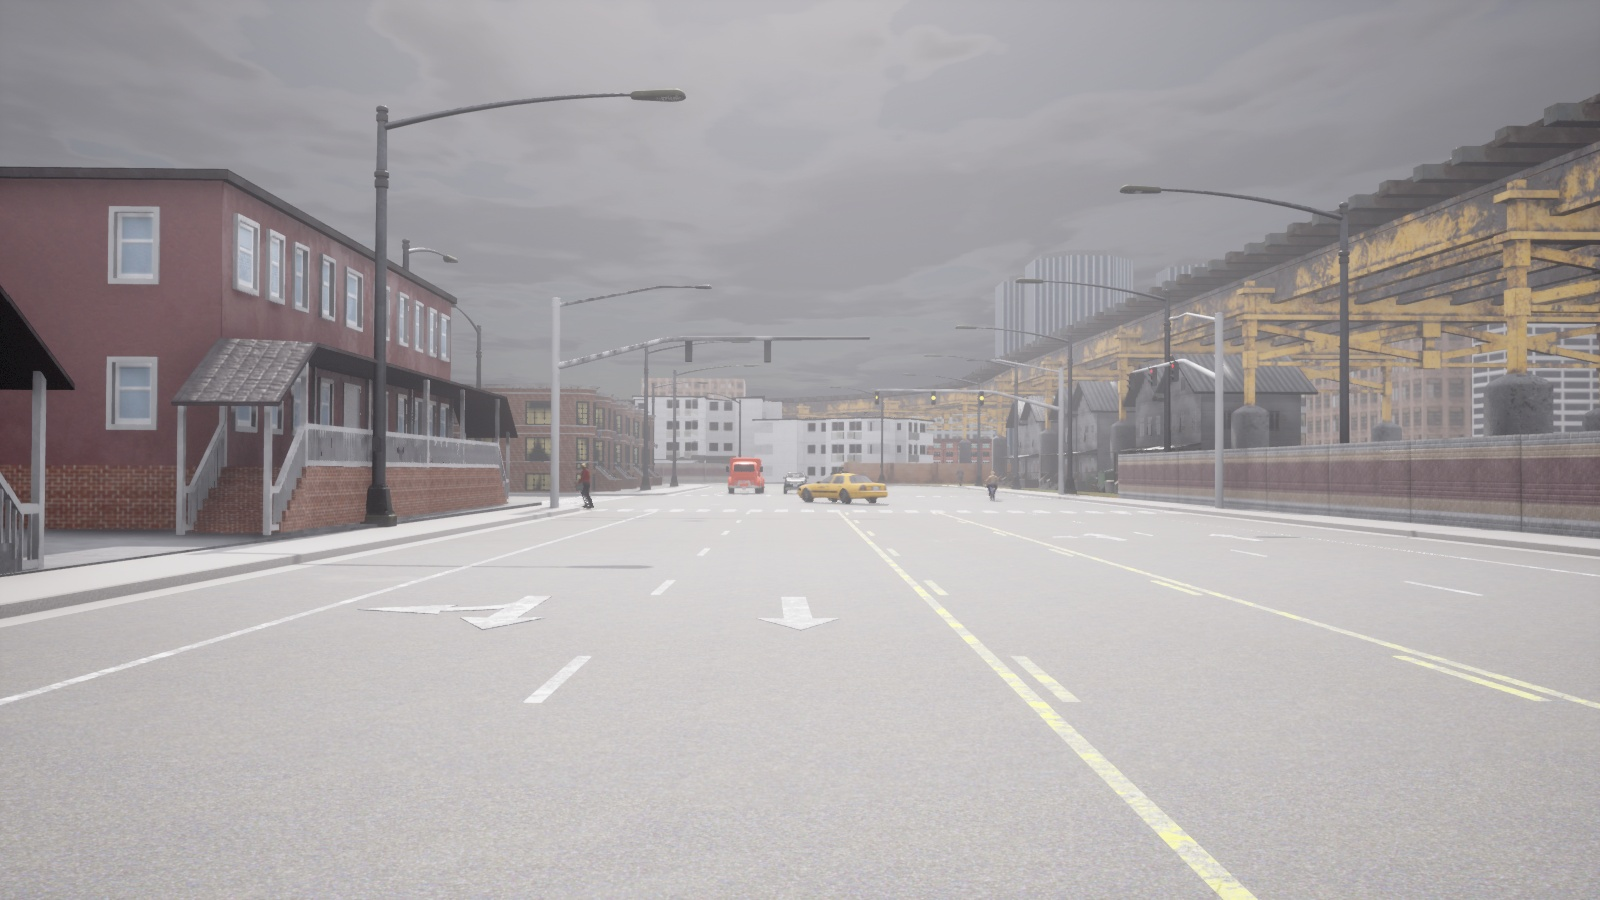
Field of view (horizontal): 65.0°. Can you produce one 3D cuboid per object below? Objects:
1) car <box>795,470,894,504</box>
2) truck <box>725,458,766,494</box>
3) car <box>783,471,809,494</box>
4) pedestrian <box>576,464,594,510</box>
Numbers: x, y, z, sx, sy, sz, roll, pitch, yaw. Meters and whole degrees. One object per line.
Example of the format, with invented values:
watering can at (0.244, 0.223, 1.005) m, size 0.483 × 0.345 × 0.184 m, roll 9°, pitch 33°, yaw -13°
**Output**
car at (2.080, 1.758, 60.490) m, size 1.801 × 1.575 × 5.366 m, roll 0°, pitch -1°, yaw -38°
truck at (-3.769, 1.805, 87.320) m, size 2.627 × 2.467 × 5.204 m, roll 0°, pitch -1°, yaw 0°
car at (-0.259, 2.240, 86.340) m, size 1.789 × 1.549 × 3.705 m, roll 0°, pitch -1°, yaw 0°
pedestrian at (-8.540, 1.470, 49.937) m, size 0.636 × 1.846 × 0.331 m, roll 0°, pitch -1°, yaw 8°
